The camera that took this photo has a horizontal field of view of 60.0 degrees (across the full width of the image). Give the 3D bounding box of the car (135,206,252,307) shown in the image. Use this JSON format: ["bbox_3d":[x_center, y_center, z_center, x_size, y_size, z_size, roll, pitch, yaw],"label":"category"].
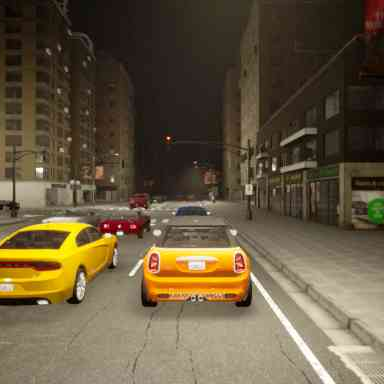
[{"bbox_3d":[0.082,1.353,8.140,2.097,1.767,4.553,0,0,0],"label":"car"}]

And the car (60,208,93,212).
[{"bbox_3d":[-6.644,1.603,18.764,1.895,1.301,4.718,0,0,0],"label":"car"}]

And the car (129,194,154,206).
[{"bbox_3d":[-6.690,1.236,43.080,2.150,2.045,5.566,0,0,0],"label":"car"}]

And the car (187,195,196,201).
[{"bbox_3d":[-0.177,1.399,80.741,2.097,1.767,4.553,0,0,0],"label":"car"}]

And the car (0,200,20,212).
[{"bbox_3d":[-22.233,1.597,38.484,4.313,1.339,1.947,0,0,0],"label":"car"}]

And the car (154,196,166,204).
[{"bbox_3d":[-6.697,1.521,62.516,2.128,1.511,4.902,0,0,0],"label":"car"}]

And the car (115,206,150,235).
[{"bbox_3d":[-3.288,1.603,17.404,1.895,1.301,4.718,0,0,0],"label":"car"}]

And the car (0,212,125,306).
[{"bbox_3d":[-3.167,1.478,8.148,1.882,1.535,5.008,0,0,0],"label":"car"}]

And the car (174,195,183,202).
[{"bbox_3d":[-3.426,1.543,80.347,1.837,1.490,4.892,0,0,0],"label":"car"}]

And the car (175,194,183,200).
[{"bbox_3d":[-3.450,1.421,90.768,1.882,1.535,5.008,0,0,0],"label":"car"}]
